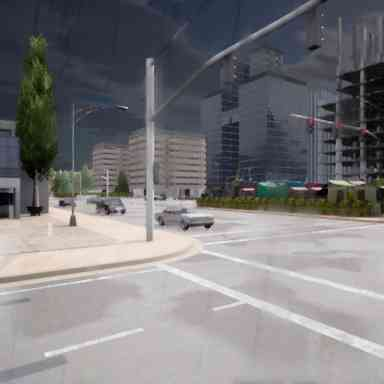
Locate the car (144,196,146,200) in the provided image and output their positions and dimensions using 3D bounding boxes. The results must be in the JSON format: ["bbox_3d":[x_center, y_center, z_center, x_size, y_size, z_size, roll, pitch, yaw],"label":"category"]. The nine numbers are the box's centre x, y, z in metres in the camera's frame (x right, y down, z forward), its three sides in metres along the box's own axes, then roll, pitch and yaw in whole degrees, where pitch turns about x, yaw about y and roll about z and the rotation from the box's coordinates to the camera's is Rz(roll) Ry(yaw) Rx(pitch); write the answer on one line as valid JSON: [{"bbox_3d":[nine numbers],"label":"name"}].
[{"bbox_3d":[-9.389,1.140,81.045,4.605,1.855,1.932,0,0,-34],"label":"car"}]

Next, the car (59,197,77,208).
[{"bbox_3d":[-18.368,1.502,49.074,1.837,1.490,4.892,0,0,-32],"label":"car"}]

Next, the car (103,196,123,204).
[{"bbox_3d":[-15.347,1.539,64.097,2.033,1.411,5.357,0,0,-34],"label":"car"}]

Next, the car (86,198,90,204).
[{"bbox_3d":[-18.306,1.557,62.201,1.994,1.385,4.181,0,0,-33],"label":"car"}]

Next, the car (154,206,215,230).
[{"bbox_3d":[-0.563,1.597,21.138,1.895,1.301,4.718,0,0,-33],"label":"car"}]

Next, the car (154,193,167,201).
[{"bbox_3d":[-7.811,1.143,78.618,3.866,1.878,1.905,0,0,-34],"label":"car"}]

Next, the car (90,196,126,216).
[{"bbox_3d":[-8.068,1.486,32.866,2.128,1.511,4.902,0,0,-33],"label":"car"}]

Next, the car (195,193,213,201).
[{"bbox_3d":[3.221,1.143,62.389,3.866,1.878,1.905,0,0,-34],"label":"car"}]
